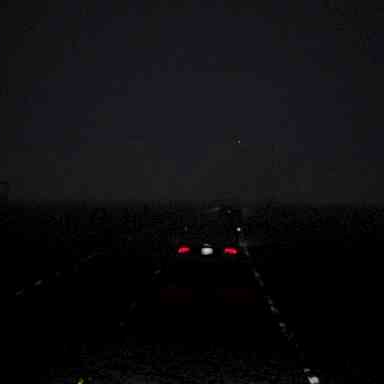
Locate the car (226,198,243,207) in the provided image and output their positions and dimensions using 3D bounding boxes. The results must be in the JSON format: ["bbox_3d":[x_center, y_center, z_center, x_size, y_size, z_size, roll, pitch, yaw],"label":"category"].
[{"bbox_3d":[6.928,1.719,53.858,1.895,1.301,4.718,0,0,17],"label":"car"}]

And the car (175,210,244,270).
[{"bbox_3d":[0.641,1.564,11.061,2.033,1.411,5.357,0,0,6],"label":"car"}]

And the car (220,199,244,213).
[{"bbox_3d":[3.727,1.536,30.923,1.882,1.535,5.008,0,0,13],"label":"car"}]
